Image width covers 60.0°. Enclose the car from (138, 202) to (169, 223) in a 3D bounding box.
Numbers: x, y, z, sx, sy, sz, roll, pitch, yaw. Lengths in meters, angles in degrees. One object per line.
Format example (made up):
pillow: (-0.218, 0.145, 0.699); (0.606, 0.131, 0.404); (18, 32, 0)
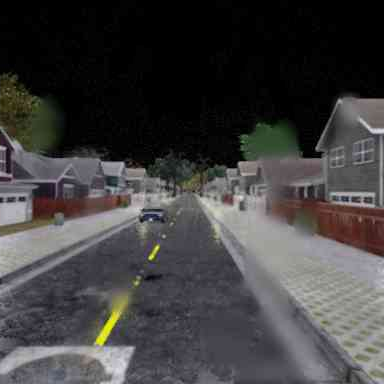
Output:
car: (-2.774, 1.492, 25.237); (2.033, 1.411, 5.357); (0, 0, 0)
